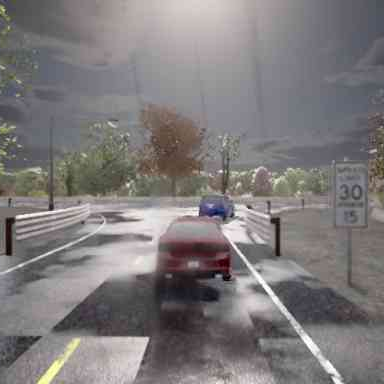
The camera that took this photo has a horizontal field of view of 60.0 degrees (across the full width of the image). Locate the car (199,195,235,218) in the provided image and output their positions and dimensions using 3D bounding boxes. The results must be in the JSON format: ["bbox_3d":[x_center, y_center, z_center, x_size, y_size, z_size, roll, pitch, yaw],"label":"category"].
[{"bbox_3d":[2.123,1.230,27.614,2.150,2.045,5.566,0,0,16],"label":"car"}]

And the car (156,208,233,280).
[{"bbox_3d":[0.070,1.480,10.015,1.882,1.535,5.008,0,0,1],"label":"car"}]
